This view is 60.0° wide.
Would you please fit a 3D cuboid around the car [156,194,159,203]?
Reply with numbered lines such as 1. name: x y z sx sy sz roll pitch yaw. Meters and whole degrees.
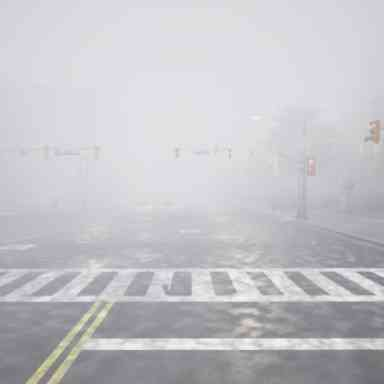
1. car: -7.101 1.342 64.725 1.812 1.442 4.674 0 0 1

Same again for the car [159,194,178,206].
1. car: -3.603 1.331 51.497 1.882 1.535 5.008 0 0 0

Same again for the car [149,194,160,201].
1. car: -9.078 1.273 80.025 1.837 1.490 4.892 0 0 -18

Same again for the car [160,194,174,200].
1. car: -6.282 1.305 82.542 2.033 1.411 5.357 0 0 -21

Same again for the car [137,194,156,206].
1. car: -7.109 1.333 50.778 1.882 1.535 5.008 0 0 0
